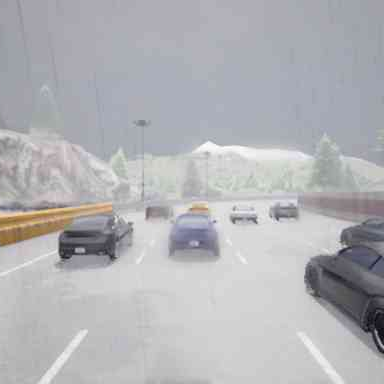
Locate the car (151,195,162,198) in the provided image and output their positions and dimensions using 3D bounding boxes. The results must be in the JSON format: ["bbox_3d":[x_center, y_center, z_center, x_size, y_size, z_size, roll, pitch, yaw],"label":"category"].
[{"bbox_3d":[-7.262,1.360,81.389,2.097,1.767,4.553,0,0,24],"label":"car"}]

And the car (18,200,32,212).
[{"bbox_3d":[-19.046,1.698,41.495,1.812,1.442,4.674,0,0,9],"label":"car"}]

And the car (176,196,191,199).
[{"bbox_3d":[-1.364,1.627,77.385,1.994,1.385,4.181,0,0,22],"label":"car"}]

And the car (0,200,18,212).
[{"bbox_3d":[-22.517,1.744,41.886,1.994,1.385,4.181,0,0,9],"label":"car"}]

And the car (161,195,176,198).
[{"bbox_3d":[-4.729,1.633,78.418,1.812,1.442,4.674,0,0,22],"label":"car"}]

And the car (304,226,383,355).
[{"bbox_3d":[3.562,1.581,5.975,1.994,1.385,4.181,0,0,0],"label":"car"}]

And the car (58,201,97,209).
[{"bbox_3d":[-12.566,1.698,37.866,2.033,1.411,5.357,0,0,8],"label":"car"}]

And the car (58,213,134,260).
[{"bbox_3d":[-3.428,1.554,12.614,1.837,1.490,4.892,0,0,0],"label":"car"}]

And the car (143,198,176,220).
[{"bbox_3d":[-2.770,1.584,29.341,1.882,1.535,5.008,0,0,5],"label":"car"}]

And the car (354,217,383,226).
[{"bbox_3d":[7.071,1.596,11.992,1.994,1.385,4.181,0,0,0],"label":"car"}]

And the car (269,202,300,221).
[{"bbox_3d":[7.623,1.577,27.807,2.128,1.511,4.902,0,0,5],"label":"car"}]

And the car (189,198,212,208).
[{"bbox_3d":[0.740,1.579,29.344,1.882,1.535,5.008,0,0,5],"label":"car"}]

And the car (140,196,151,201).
[{"bbox_3d":[-10.967,1.619,81.629,2.128,1.511,4.902,0,0,22],"label":"car"}]

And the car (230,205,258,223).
[{"bbox_3d":[3.975,1.687,26.212,1.895,1.301,4.718,0,0,4],"label":"car"}]

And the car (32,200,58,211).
[{"bbox_3d":[-15.983,1.759,38.526,1.895,1.301,4.718,0,0,8],"label":"car"}]

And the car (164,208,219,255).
[{"bbox_3d":[0.063,1.573,13.440,1.812,1.442,4.674,0,0,0],"label":"car"}]
